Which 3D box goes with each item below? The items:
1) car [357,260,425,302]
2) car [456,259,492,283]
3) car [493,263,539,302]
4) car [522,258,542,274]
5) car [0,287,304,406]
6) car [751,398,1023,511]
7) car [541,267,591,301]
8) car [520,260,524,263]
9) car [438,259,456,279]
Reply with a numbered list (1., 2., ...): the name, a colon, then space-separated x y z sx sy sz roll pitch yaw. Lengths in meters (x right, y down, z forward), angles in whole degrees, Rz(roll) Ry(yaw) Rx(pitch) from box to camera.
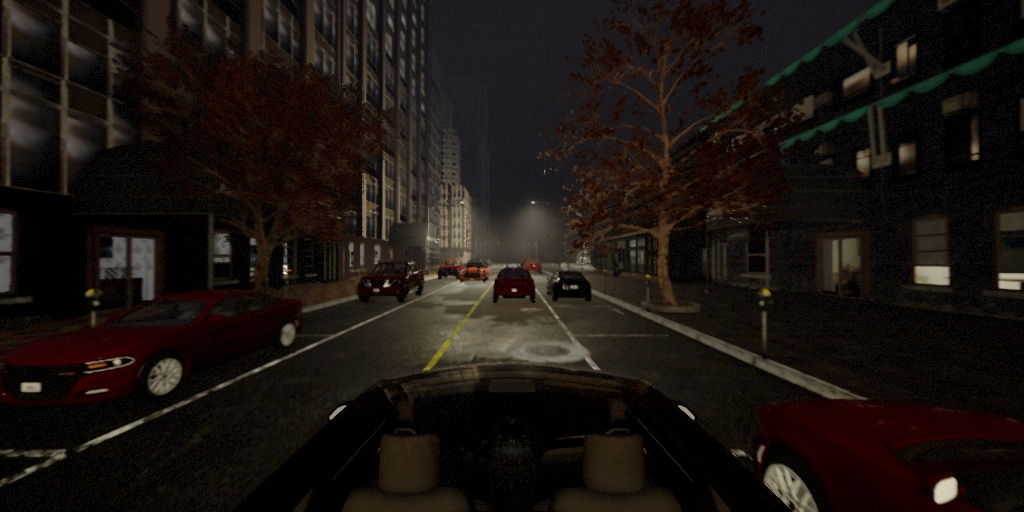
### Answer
1. car: -5.694 1.136 17.560 2.192 1.841 5.009 0 0 0
2. car: -3.063 1.230 29.817 2.097 1.767 4.553 0 0 0
3. car: 0.097 1.298 17.545 1.882 1.535 5.008 0 0 0
4. car: 2.678 1.268 45.246 2.192 1.841 5.009 0 0 0
5. car: -5.692 1.317 6.487 1.888 1.381 4.507 0 0 0
6. car: 2.691 1.292 0.950 1.888 1.381 4.507 0 0 0
7. car: 2.686 1.386 17.561 1.948 1.339 4.313 0 0 0
8. car: 0.090 1.498 41.356 1.994 1.385 4.181 0 0 0
9. car: -5.700 1.215 34.171 2.192 1.841 5.009 0 0 0
